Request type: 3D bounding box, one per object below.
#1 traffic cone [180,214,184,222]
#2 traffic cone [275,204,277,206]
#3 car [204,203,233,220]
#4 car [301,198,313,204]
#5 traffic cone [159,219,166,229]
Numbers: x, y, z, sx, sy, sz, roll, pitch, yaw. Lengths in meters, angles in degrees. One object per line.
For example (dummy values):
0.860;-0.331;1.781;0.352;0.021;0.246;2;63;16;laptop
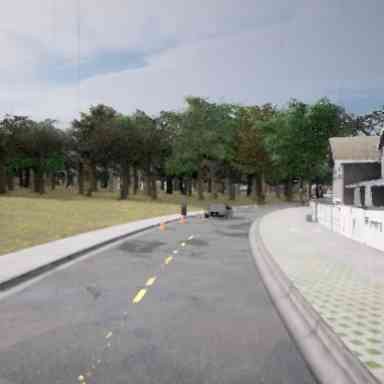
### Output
-0.747;2.023;25.710;0.340;0.580;0.340;0;0;14;traffic cone
15.852;2.367;62.847;0.340;0.580;0.340;0;-1;35;traffic cone
2.387;1.664;29.104;1.994;1.385;4.181;0;-1;16;car
25.395;1.984;73.031;1.882;1.535;5.008;0;-1;32;car
-1.834;1.988;20.713;0.340;0.580;0.340;0;0;11;traffic cone
